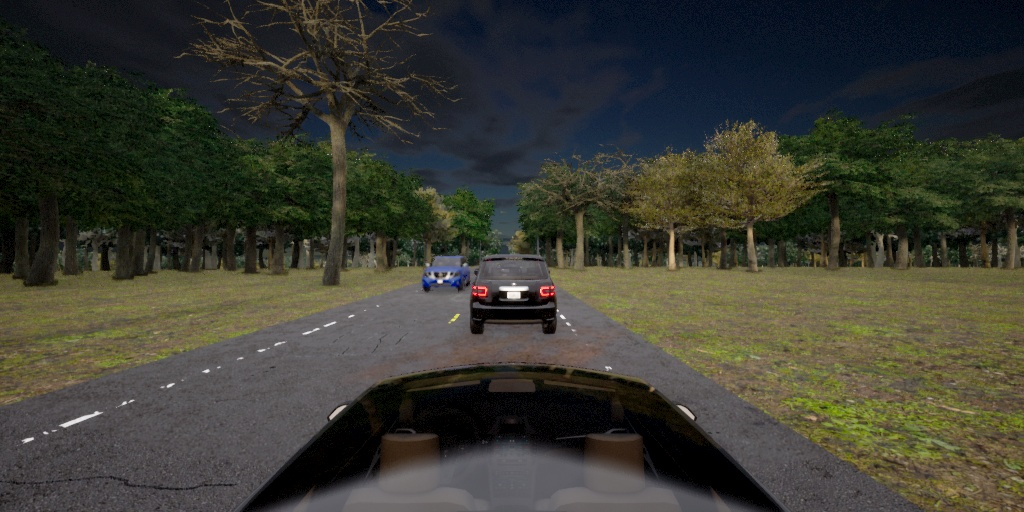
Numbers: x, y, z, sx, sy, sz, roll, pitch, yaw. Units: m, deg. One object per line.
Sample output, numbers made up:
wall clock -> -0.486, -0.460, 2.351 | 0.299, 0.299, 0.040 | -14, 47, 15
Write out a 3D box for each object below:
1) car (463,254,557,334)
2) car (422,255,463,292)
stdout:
car -> 0.016, 0.976, 10.748 | 2.150, 2.045, 5.566 | 0, 0, -1
car -> -3.786, 0.980, 21.518 | 2.150, 2.045, 5.566 | 0, 0, -1
